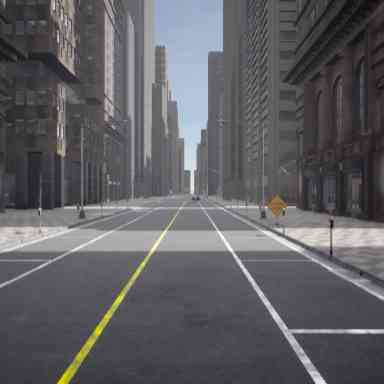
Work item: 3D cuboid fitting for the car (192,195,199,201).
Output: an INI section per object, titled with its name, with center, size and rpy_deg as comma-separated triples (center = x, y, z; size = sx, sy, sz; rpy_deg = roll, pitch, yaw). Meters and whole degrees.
[car]
center = 0.900, 1.532, 89.992
size = 1.801, 1.575, 5.366
rpy_deg = 0, 0, 0

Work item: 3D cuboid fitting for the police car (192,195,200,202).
[police car]
center = 0.900, 1.482, 79.912
size = 1.930, 1.638, 5.238
rpy_deg = 0, 0, 0

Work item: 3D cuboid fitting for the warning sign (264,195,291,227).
[warning sign]
center = 5.067, 1.104, 19.802
size = 1.300, 1.860, 1.060
rpy_deg = 0, 0, 0
